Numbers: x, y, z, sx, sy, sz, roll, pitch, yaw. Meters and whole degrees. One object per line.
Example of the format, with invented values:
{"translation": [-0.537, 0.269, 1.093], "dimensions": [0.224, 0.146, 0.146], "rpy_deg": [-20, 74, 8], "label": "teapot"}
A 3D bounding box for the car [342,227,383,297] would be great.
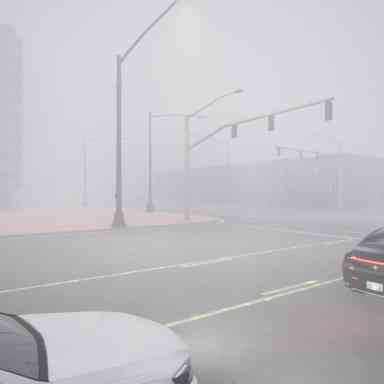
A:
{"translation": [5.376, 1.505, 7.574], "dimensions": [4.892, 1.490, 1.837], "rpy_deg": [0, 0, -35], "label": "car"}

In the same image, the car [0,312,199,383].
{"translation": [-2.103, 1.526, 2.248], "dimensions": [4.674, 1.442, 1.812], "rpy_deg": [0, 0, -35], "label": "car"}
